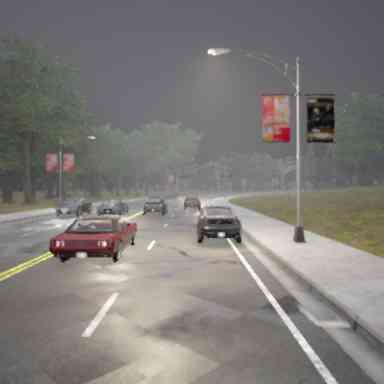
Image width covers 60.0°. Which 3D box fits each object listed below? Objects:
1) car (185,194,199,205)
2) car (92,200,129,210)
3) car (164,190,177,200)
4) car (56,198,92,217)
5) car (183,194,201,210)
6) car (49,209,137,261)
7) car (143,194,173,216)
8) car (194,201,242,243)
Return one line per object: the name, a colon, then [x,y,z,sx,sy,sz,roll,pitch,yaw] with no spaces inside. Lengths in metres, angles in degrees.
car: [0.037,1.060,51.001,1.882,1.535,5.008,0,1,3]
car: [-6.604,1.328,28.031,1.994,1.385,4.181,0,0,0]
car: [-4.634,0.626,70.188,2.150,2.045,5.566,0,1,9]
car: [-9.856,1.255,28.158,2.128,1.511,4.902,0,0,0]
car: [0.018,1.178,38.029,2.128,1.511,4.902,0,1,0]
car: [-3.154,1.498,11.735,1.895,1.301,4.718,0,0,0]
car: [-3.159,1.244,29.490,2.128,1.511,4.902,0,0,0]
car: [1.133,1.373,15.243,1.837,1.490,4.892,0,1,0]
